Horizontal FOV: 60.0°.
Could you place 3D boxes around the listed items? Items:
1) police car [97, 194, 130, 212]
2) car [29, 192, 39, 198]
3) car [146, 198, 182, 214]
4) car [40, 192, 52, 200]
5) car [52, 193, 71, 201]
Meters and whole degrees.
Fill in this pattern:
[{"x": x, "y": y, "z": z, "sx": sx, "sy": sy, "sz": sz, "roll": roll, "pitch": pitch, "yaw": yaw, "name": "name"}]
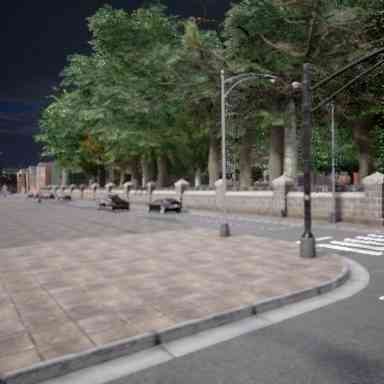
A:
[{"x": -7.772, "y": 1.069, "z": 32.986, "sx": 1.930, "sy": 1.638, "sz": 5.238, "roll": -1, "pitch": 1, "yaw": -35, "name": "police car"}, {"x": -35.561, "y": 0.649, "z": 76.591, "sx": 1.967, "sy": 1.590, "sz": 4.097, "roll": -1, "pitch": 1, "yaw": -35, "name": "car"}, {"x": -2.575, "y": 1.203, "z": 30.246, "sx": 1.947, "sy": 1.339, "sz": 4.313, "roll": -1, "pitch": 1, "yaw": -35, "name": "car"}, {"x": -28.962, "y": 0.858, "z": 67.323, "sx": 1.802, "sy": 1.307, "sz": 4.206, "roll": -1, "pitch": 1, "yaw": -35, "name": "car"}, {"x": -22.365, "y": 0.904, "z": 58.054, "sx": 2.008, "sy": 1.369, "sz": 4.403, "roll": -1, "pitch": 1, "yaw": -35, "name": "car"}]
